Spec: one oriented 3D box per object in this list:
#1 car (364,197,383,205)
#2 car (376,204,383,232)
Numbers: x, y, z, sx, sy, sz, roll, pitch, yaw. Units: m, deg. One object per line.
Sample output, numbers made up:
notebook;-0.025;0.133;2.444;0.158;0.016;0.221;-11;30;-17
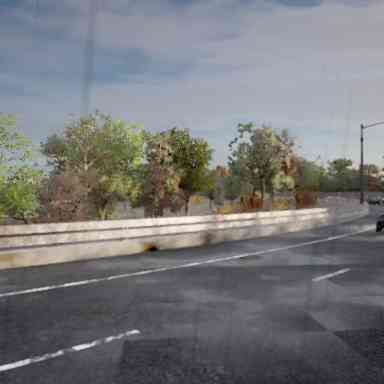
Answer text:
car;37.701;1.811;69.636;2.097;1.767;4.553;0;0;10
car;12.942;1.690;20.715;1.837;1.490;4.892;0;0;42
